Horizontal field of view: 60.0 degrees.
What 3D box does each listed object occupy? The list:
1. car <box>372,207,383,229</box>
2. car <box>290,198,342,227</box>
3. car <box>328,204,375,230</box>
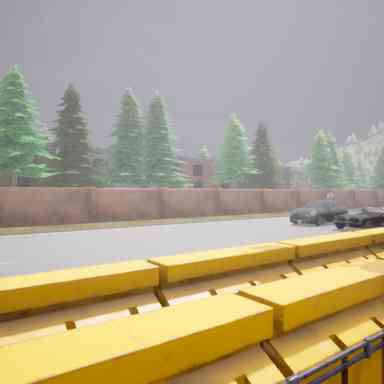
[{"bbox_3d":[11.330,1.548,16.282,5.357,1.411,2.033,0,0,-35],"label":"car"},{"bbox_3d":[8.870,1.351,23.102,4.553,1.767,2.097,0,0,-35],"label":"car"},{"bbox_3d":[10.554,1.601,20.008,4.718,1.301,1.895,0,0,-35],"label":"car"}]
